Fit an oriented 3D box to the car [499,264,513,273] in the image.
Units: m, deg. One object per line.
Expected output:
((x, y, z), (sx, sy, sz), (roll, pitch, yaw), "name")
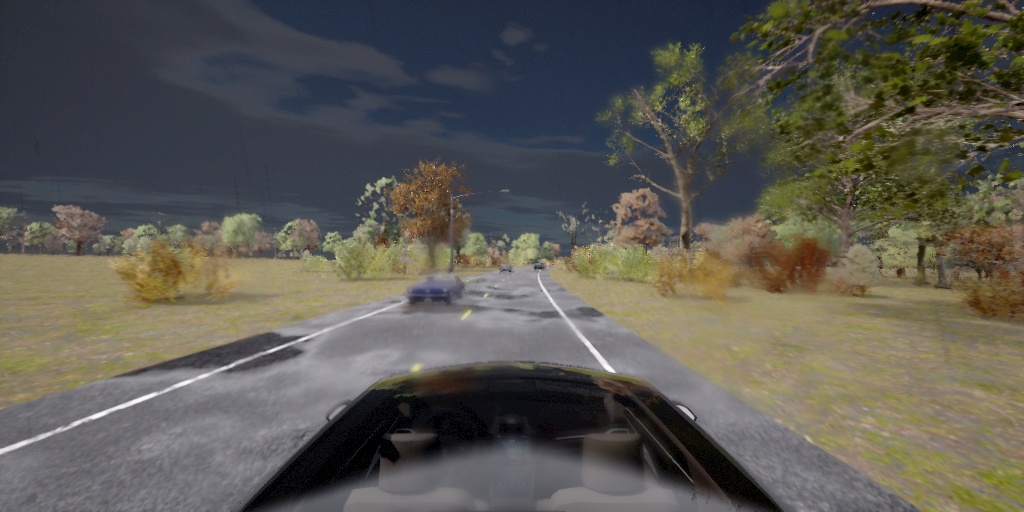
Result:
((-0.937, 1.988, 58.385), (1.837, 1.490, 4.892), (0, -1, 6), "car")

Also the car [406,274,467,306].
((-3.391, 1.523, 16.842), (1.895, 1.301, 4.718), (0, -1, 1), "car")
